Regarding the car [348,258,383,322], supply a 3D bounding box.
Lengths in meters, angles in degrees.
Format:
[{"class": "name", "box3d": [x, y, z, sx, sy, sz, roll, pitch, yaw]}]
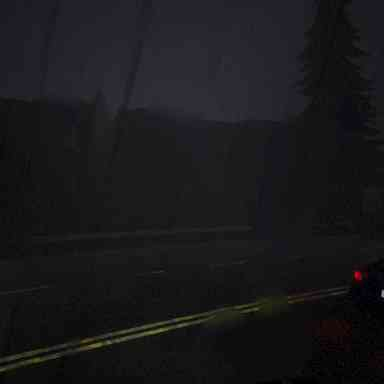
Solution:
[{"class": "car", "box3d": [4.874, 1.564, 5.935, 4.181, 1.385, 1.994, 0, 0, -25]}]
